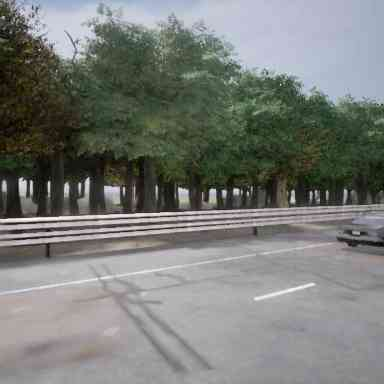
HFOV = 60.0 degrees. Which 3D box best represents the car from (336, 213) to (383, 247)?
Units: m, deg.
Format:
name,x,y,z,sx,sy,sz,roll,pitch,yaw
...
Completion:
name,x,y,z,sx,sy,sz,roll,pitch,yaw
car,8.270,1.603,14.067,5.357,1.411,2.033,0,0,-35
